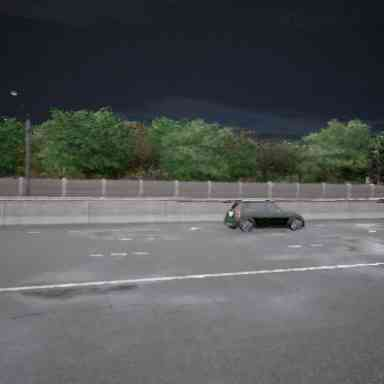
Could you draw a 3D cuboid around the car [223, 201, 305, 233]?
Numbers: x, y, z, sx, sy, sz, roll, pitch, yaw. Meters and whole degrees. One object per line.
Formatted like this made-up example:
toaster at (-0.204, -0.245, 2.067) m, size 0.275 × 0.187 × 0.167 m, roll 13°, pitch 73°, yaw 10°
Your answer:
car at (4.164, 1.307, 19.088) m, size 4.553 × 1.767 × 2.097 m, roll 1°, pitch 0°, yaw -17°
